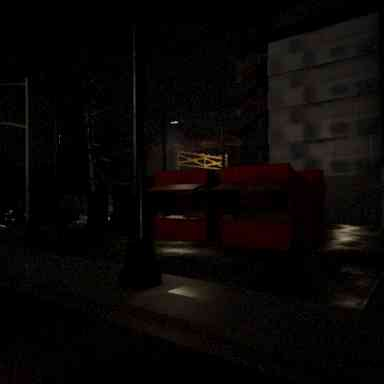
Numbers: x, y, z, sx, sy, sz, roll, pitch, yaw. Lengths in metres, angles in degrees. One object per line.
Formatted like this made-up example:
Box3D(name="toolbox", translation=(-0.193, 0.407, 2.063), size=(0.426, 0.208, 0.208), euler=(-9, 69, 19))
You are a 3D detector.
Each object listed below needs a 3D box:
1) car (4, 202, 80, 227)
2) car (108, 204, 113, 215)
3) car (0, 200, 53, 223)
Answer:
Box3D(name="car", translation=(-10.272, 1.613, 23.587), size=(1.812, 1.442, 4.674), euler=(-1, -1, 36))
Box3D(name="car", translation=(-7.191, 1.663, 34.121), size=(1.812, 1.442, 4.674), euler=(-1, -1, 36))
Box3D(name="car", translation=(-12.900, 1.490, 26.270), size=(2.097, 1.767, 4.553), euler=(-1, -1, 36))
